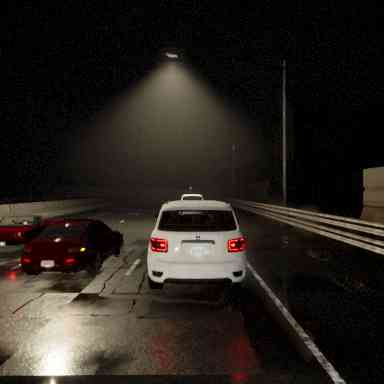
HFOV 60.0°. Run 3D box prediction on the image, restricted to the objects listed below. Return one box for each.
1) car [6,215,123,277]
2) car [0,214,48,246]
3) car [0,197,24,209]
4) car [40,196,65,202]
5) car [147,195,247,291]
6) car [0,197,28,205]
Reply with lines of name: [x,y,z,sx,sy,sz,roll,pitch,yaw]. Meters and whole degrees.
car: [-3.415,1.526,10.172,1.812,1.442,4.674,0,0,0]
car: [-6.925,1.602,14.373,1.895,1.301,4.718,0,0,0]
car: [-24.796,1.455,44.751,1.837,1.490,4.892,0,0,0]
car: [-17.781,1.311,42.405,2.097,1.767,4.553,0,0,0]
car: [0.092,1.223,9.191,2.150,2.045,5.566,0,0,-1]
car: [-21.263,1.445,39.272,1.882,1.535,5.008,0,0,0]
